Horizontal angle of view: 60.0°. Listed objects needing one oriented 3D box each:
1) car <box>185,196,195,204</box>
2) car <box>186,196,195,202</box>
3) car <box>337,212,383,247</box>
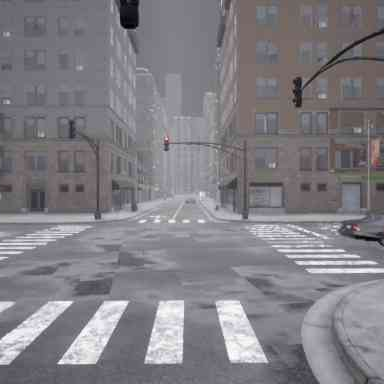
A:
[{"bbox_3d":[-0.337,1.650,63.739,1.895,1.301,4.718,0,0,0],"label":"car"},{"bbox_3d":[-0.410,1.484,73.744,1.895,1.301,4.718,0,0,0],"label":"car"},{"bbox_3d":[9.085,1.500,14.030,5.357,1.411,2.033,0,0,-1],"label":"car"}]
